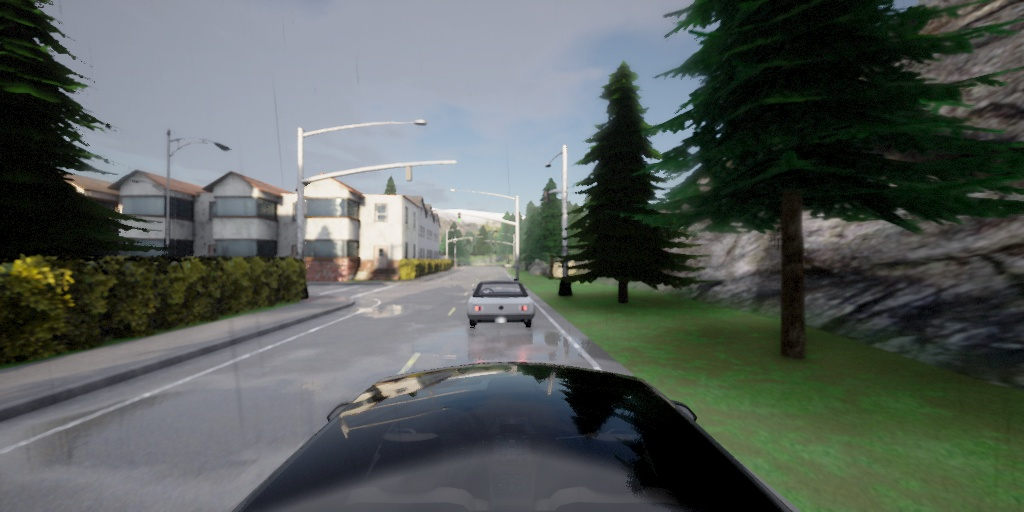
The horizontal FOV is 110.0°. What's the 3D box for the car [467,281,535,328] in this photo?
[{"bbox_3d":[-0.399,1.465,11.893,1.895,1.301,4.718,0,-1,-3],"label":"car"}]
